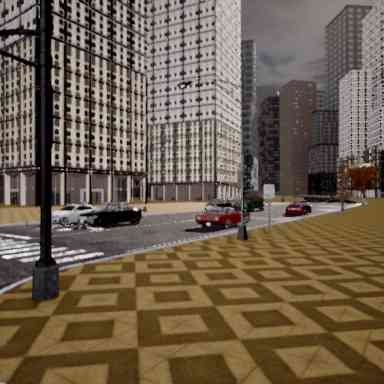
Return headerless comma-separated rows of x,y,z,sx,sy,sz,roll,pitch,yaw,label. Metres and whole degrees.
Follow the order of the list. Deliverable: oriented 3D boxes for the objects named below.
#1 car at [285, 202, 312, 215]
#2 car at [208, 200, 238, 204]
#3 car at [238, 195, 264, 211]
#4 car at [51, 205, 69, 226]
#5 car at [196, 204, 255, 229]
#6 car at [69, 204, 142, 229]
11.817,1.777,36.697,1.994,1.385,4.181,0,0,34,car
3.342,1.716,41.749,2.128,1.511,4.902,0,0,34,car
7.171,1.451,41.618,2.150,2.045,5.566,0,0,34,car
-8.506,1.617,24.229,1.812,1.442,4.674,0,0,34,car
2.265,1.703,22.558,1.895,1.301,4.718,0,0,34,car
-5.520,1.580,22.840,2.128,1.511,4.902,0,0,34,car
